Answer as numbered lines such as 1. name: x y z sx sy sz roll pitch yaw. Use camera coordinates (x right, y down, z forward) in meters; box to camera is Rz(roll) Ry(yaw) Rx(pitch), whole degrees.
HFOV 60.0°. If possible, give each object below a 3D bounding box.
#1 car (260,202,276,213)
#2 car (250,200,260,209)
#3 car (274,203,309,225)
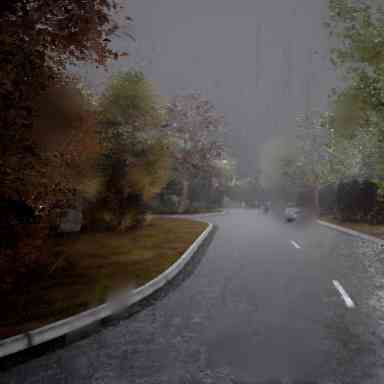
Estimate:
1. car: 10.610 2.117 44.813 1.837 1.490 4.892 1 -1 8
2. car: 15.389 3.038 80.310 2.150 2.045 5.566 1 -2 4
3. car: 8.095 1.840 26.843 1.994 1.385 4.181 1 -1 8
